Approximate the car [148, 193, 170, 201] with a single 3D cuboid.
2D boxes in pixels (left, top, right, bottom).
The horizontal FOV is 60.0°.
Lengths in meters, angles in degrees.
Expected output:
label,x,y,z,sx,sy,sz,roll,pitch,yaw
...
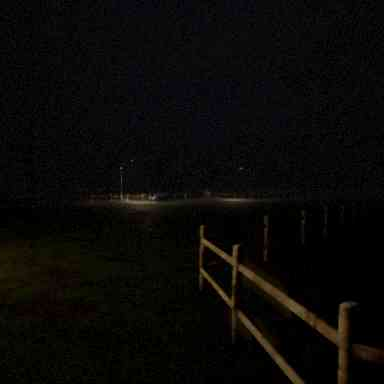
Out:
label,x,y,z,sx,sy,sz,roll,pitch,yaw
car,-6.452,0.952,65.778,2.097,1.767,4.553,2,1,44
